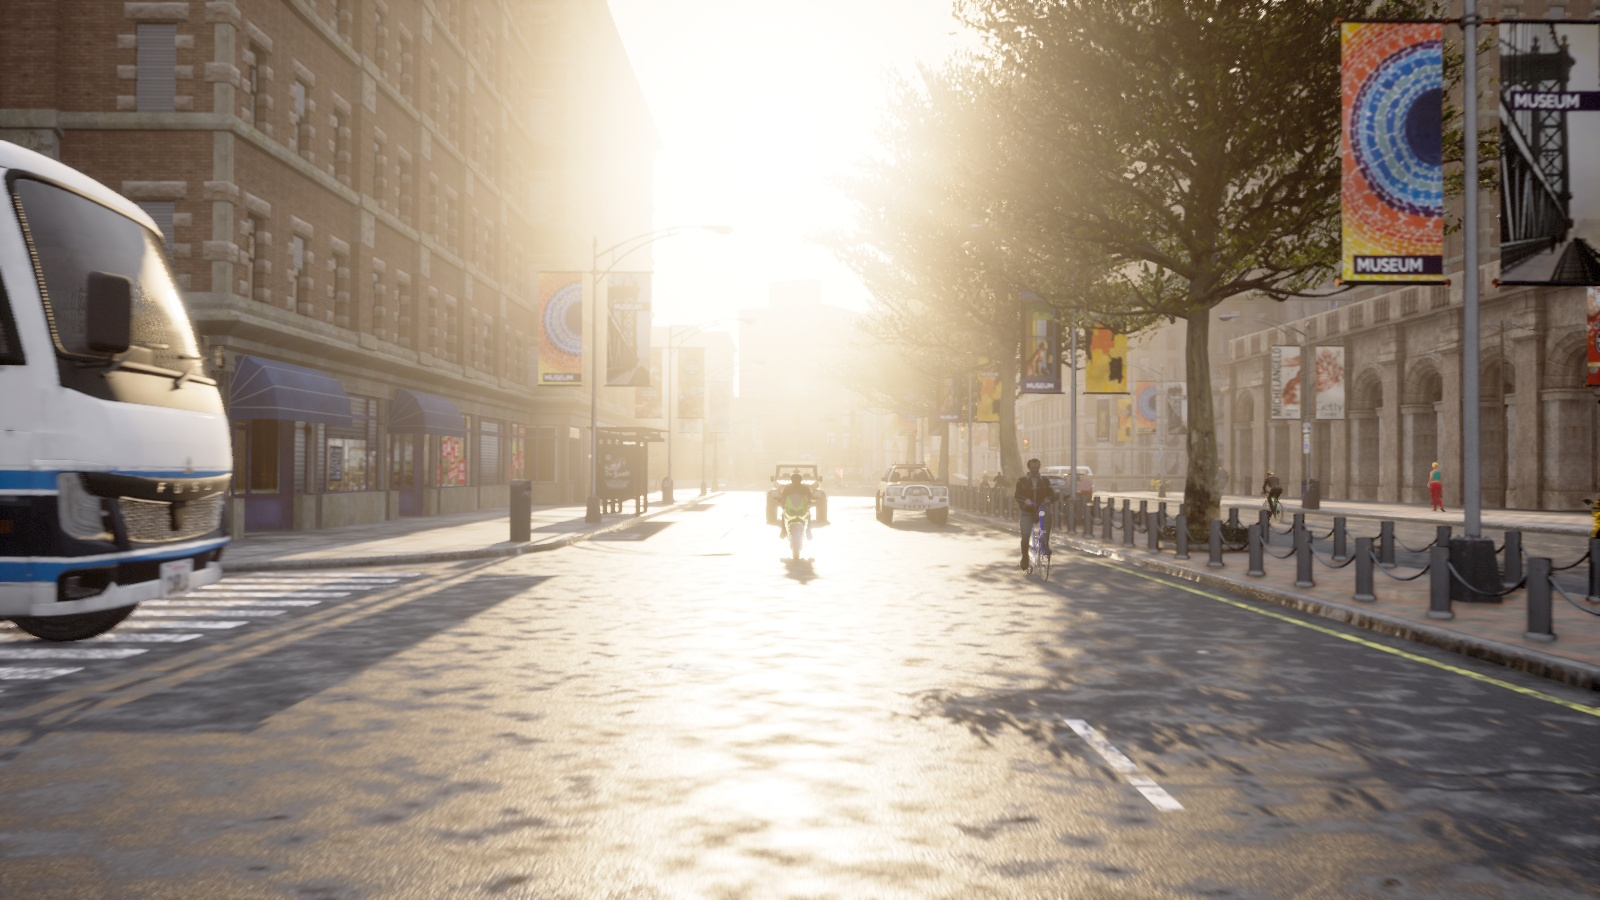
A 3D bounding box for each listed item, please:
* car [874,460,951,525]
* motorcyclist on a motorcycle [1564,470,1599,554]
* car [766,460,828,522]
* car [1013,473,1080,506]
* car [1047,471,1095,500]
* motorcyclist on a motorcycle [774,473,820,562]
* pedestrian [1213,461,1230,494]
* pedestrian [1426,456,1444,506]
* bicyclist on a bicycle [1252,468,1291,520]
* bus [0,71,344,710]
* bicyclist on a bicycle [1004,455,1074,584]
[{"bbox_3d":[3.404,1.265,38.664,1.932,1.855,4.605,0,-1,0],"label":"car"},{"bbox_3d":[14.943,1.120,22.874,0.797,1.523,2.044,0,-1,0],"label":"motorcyclist on a motorcycle"},{"bbox_3d":[-0.100,1.286,40.299,1.905,1.878,3.866,0,-1,0],"label":"car"},{"bbox_3d":[11.357,1.791,58.197,2.033,1.411,5.357,0,-1,0],"label":"car"},{"bbox_3d":[14.831,1.921,68.812,1.845,1.501,3.633,0,-1,0],"label":"car"},{"bbox_3d":[-0.056,1.176,22.619,0.797,1.523,2.044,0,-1,0],"label":"motorcyclist on a motorcycle"},{"bbox_3d":[24.827,1.611,74.008,0.659,1.952,0.873,0,-1,0],"label":"pedestrian"},{"bbox_3d":[23.394,1.152,46.264,0.345,1.836,0.594,0,-1,1],"label":"pedestrian"},{"bbox_3d":[14.902,1.373,39.753,0.582,1.620,1.656,0,-1,0],"label":"bicyclist on a bicycle"},{"bbox_3d":[-9.412,-0.358,9.904,10.273,4.253,3.944,0,-1,-6],"label":"bus"},{"bbox_3d":[3.454,0.977,18.280,0.659,1.776,1.843,0,-1,0],"label":"bicyclist on a bicycle"}]
